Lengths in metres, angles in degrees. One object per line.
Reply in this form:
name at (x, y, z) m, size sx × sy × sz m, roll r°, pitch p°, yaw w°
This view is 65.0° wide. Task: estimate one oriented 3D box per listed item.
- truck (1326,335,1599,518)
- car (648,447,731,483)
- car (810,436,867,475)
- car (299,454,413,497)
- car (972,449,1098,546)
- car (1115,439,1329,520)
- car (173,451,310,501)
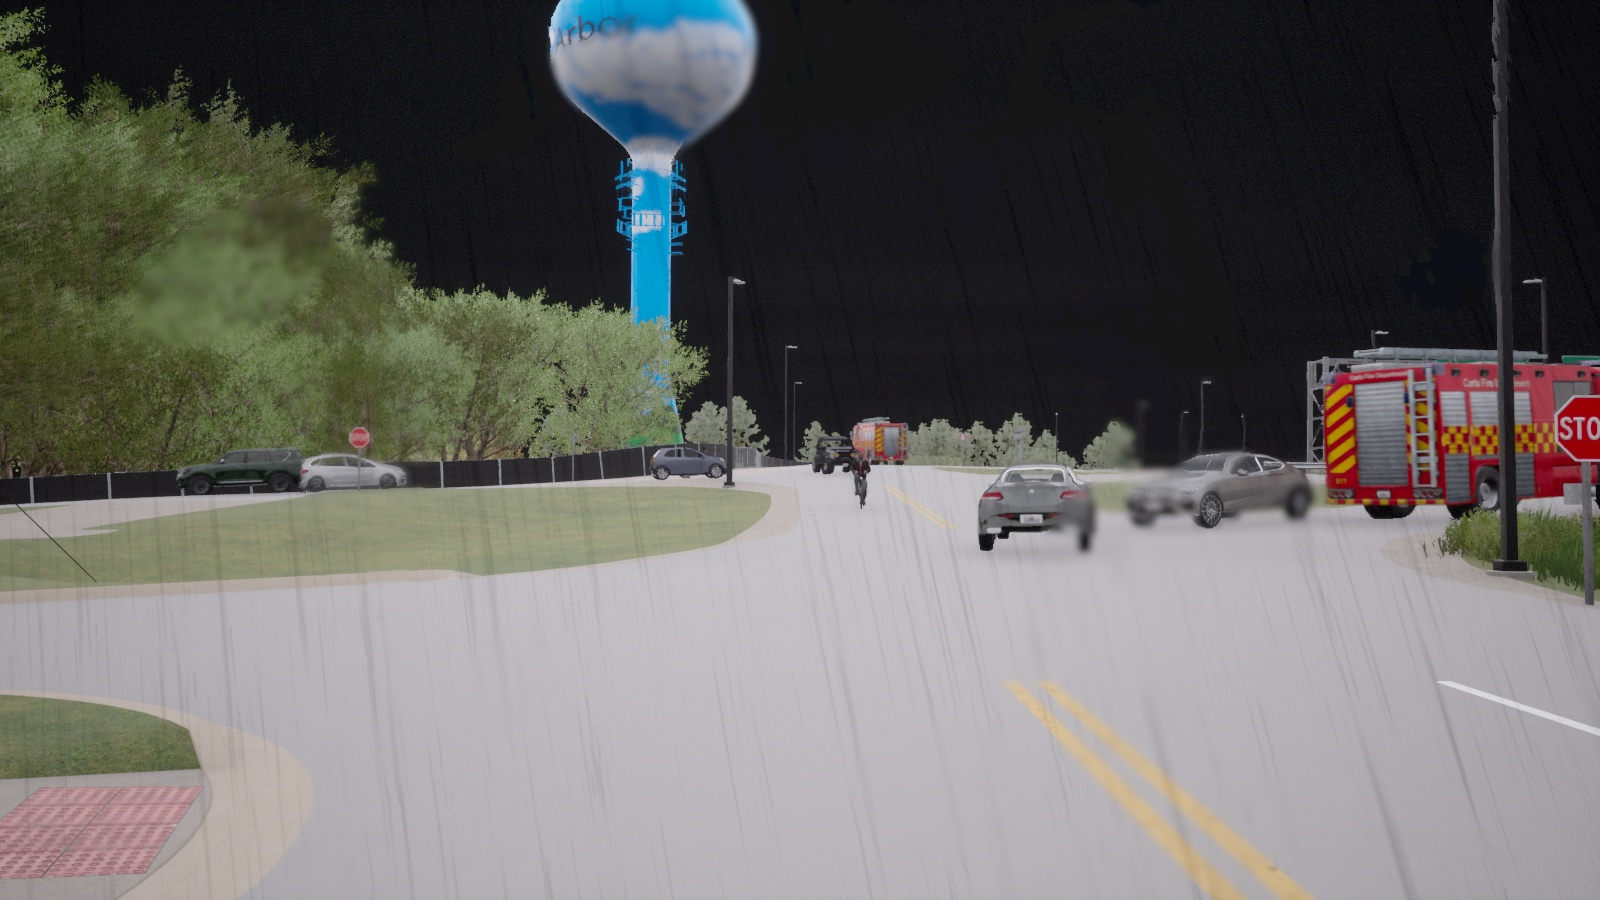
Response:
truck at (16.464, -0.562, 29.492) m, size 8.468 × 3.827 × 2.891 m, roll -2°, pitch -1°, yaw -30°
car at (-5.185, 0.686, 58.759) m, size 3.633 × 1.501 × 1.845 m, roll -2°, pitch 0°, yaw -13°
car at (1.897, 0.236, 63.393) m, size 1.905 × 1.878 × 3.866 m, roll -1°, pitch 1°, yaw -13°
car at (-19.583, 1.105, 55.545) m, size 4.611 × 1.667 × 2.242 m, roll -2°, pitch 0°, yaw -18°
car at (4.829, 0.869, 25.199) m, size 2.152 × 1.651 × 5.027 m, roll -2°, pitch 0°, yaw 14°
car at (9.982, 0.681, 29.587) m, size 5.027 × 1.651 × 2.152 m, roll -2°, pitch -1°, yaw -35°
car at (-25.353, 1.189, 57.227) m, size 5.566 × 2.045 × 2.150 m, roll -2°, pitch -1°, yaw -23°
